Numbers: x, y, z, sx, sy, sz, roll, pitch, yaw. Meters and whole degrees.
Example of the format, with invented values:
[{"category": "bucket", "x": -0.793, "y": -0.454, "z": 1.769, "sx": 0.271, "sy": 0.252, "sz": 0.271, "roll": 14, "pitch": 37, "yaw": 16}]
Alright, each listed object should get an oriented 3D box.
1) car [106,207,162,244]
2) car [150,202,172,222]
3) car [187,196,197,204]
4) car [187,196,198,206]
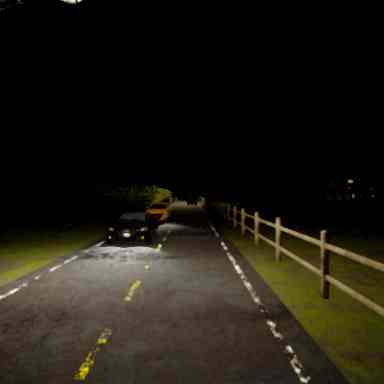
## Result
[{"category": "car", "x": -2.788, "y": 1.653, "z": 16.211, "sx": 1.994, "sy": 1.385, "sz": 4.181, "roll": 0, "pitch": 0, "yaw": 0}, {"category": "car", "x": -2.773, "y": 1.640, "z": 28.429, "sx": 1.882, "sy": 1.535, "sz": 5.008, "roll": 0, "pitch": 0, "yaw": 0}, {"category": "car", "x": 0.017, "y": 1.733, "z": 76.204, "sx": 2.097, "sy": 1.767, "sz": 4.553, "roll": 0, "pitch": -1, "yaw": 0}, {"category": "car", "x": 0.014, "y": 1.803, "z": 66.200, "sx": 2.097, "sy": 1.767, "sz": 4.553, "roll": 0, "pitch": -1, "yaw": 0}]
